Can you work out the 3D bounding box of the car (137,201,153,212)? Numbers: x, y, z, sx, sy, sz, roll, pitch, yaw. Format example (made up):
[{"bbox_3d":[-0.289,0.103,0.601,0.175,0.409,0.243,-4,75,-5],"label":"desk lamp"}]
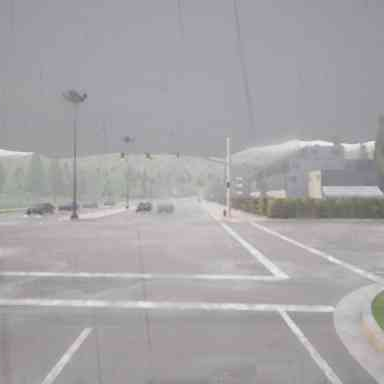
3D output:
[{"bbox_3d":[-6.908,2.133,49.150,2.128,1.511,4.902,0,-1,0],"label":"car"}]

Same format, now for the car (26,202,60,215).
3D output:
[{"bbox_3d":[-18.582,2.040,41.045,1.837,1.490,4.892,0,-1,0],"label":"car"}]

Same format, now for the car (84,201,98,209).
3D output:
[{"bbox_3d":[-18.527,2.314,60.464,1.812,1.442,4.674,0,0,1],"label":"car"}]

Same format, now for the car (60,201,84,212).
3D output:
[{"bbox_3d":[-18.574,2.136,50.496,1.882,1.535,5.008,0,-1,1],"label":"car"}]

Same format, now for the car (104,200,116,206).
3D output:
[{"bbox_3d":[-18.411,2.513,74.659,1.994,1.385,4.181,0,-1,0],"label":"car"}]

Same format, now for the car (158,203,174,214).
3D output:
[{"bbox_3d":[-3.406,2.186,44.781,1.895,1.301,4.718,0,-1,0],"label":"car"}]
